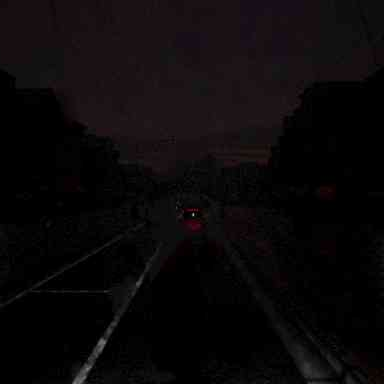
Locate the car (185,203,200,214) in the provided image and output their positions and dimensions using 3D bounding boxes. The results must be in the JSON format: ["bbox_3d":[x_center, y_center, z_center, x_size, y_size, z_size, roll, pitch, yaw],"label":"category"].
[{"bbox_3d":[0.123,2.222,44.297,1.895,1.301,4.718,0,-1,0],"label":"car"}]

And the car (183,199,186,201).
[{"bbox_3d":[-2.614,2.448,59.380,2.008,1.369,4.403,-2,-1,0],"label":"car"}]

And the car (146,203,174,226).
[{"bbox_3d":[-2.637,1.860,26.530,1.752,1.417,4.829,-1,-1,0],"label":"car"}]

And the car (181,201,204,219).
[{"bbox_3d":[0.123,1.954,34.029,1.837,1.490,4.892,0,-1,0],"label":"car"}]

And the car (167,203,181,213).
[{"bbox_3d":[-2.618,2.278,48.481,1.802,1.307,4.206,-1,-1,0],"label":"car"}]

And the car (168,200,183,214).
[{"bbox_3d":[-2.629,2.040,43.041,1.967,1.590,4.097,-2,-1,0],"label":"car"}]

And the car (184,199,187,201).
[{"bbox_3d":[-2.605,2.690,70.272,1.802,1.307,4.206,-2,-1,0],"label":"car"}]
